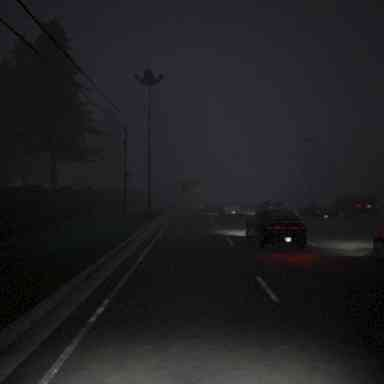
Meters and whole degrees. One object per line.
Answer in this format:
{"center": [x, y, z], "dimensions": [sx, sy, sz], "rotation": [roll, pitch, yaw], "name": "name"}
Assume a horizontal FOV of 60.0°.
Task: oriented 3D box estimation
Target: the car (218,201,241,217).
{"center": [3.588, 1.565, 31.112], "dimensions": [1.812, 1.442, 4.674], "rotation": [0, 0, 0], "name": "car"}

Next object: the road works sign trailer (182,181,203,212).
{"center": [0.003, 0.514, 39.753], "dimensions": [2.380, 3.560, 2.880], "rotation": [0, 0, 0], "name": "road works sign trailer"}

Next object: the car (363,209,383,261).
{"center": [7.090, 1.490, 9.294], "dimensions": [1.882, 1.535, 5.008], "rotation": [0, 0, 0], "name": "car"}

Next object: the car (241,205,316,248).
{"center": [3.598, 1.523, 14.833], "dimensions": [1.837, 1.490, 4.892], "rotation": [0, 0, 0], "name": "car"}

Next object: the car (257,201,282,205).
{"center": [7.100, 1.529, 30.110], "dimensions": [2.128, 1.511, 4.902], "rotation": [0, 0, 0], "name": "car"}

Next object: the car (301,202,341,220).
{"center": [10.599, 1.637, 28.504], "dimensions": [1.895, 1.301, 4.718], "rotation": [0, 0, 0], "name": "car"}

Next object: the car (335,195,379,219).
{"center": [14.101, 1.258, 29.199], "dimensions": [2.150, 2.045, 5.566], "rotation": [0, 0, 0], "name": "car"}
